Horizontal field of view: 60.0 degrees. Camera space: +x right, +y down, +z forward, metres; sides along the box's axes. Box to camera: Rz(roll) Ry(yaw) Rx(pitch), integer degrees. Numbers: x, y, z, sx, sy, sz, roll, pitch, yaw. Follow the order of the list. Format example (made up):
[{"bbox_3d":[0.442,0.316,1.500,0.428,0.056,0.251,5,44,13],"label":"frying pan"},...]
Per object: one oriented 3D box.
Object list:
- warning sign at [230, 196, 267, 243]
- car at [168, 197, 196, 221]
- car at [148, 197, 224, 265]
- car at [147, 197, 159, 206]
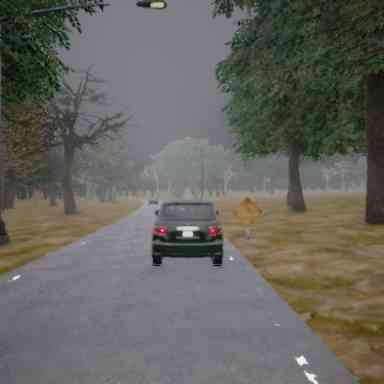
[{"bbox_3d":[2.365,1.127,14.127,1.300,1.860,1.060,-1,-1,-2],"label":"warning sign"},{"bbox_3d":[-0.891,1.375,27.898,2.097,1.767,4.553,0,0,-3],"label":"car"},{"bbox_3d":[-0.175,1.231,11.797,2.150,2.045,5.566,0,0,-1],"label":"car"},{"bbox_3d":[-6.813,1.662,58.750,2.033,1.411,5.357,0,0,-6],"label":"car"}]
